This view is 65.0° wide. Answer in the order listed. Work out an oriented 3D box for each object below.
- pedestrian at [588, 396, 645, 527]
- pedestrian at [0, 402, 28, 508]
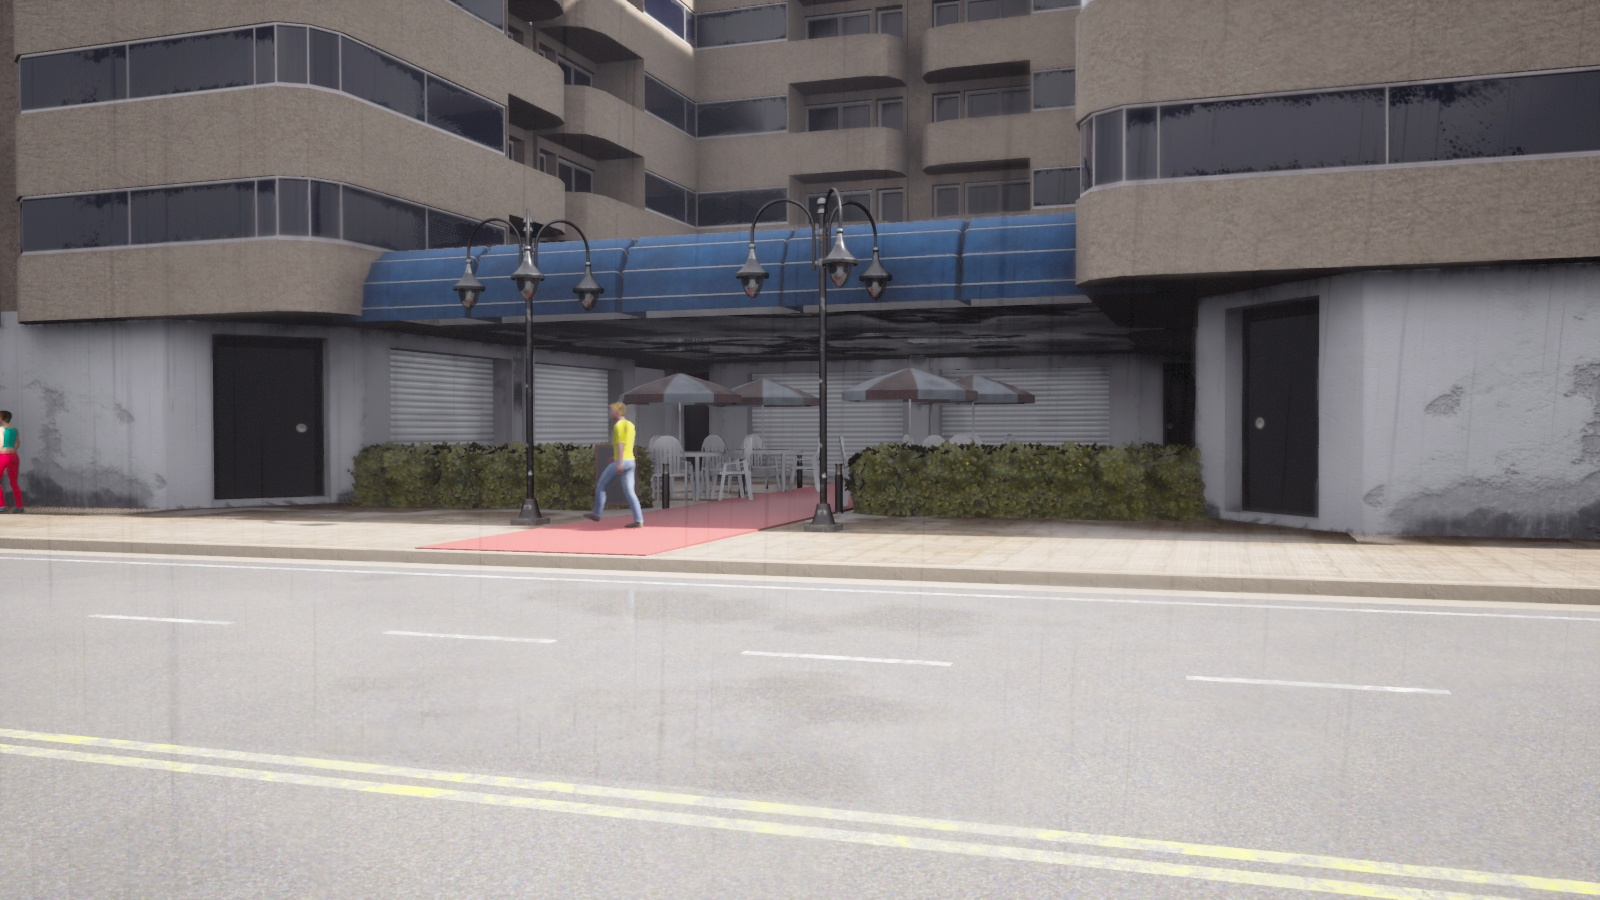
[{"bbox_3d":[-2.607,0.154,17.850,0.706,1.836,0.354,1,1,20],"label":"pedestrian"},{"bbox_3d":[-13.964,0.079,22.079,0.594,1.836,0.345,1,1,19],"label":"pedestrian"}]
